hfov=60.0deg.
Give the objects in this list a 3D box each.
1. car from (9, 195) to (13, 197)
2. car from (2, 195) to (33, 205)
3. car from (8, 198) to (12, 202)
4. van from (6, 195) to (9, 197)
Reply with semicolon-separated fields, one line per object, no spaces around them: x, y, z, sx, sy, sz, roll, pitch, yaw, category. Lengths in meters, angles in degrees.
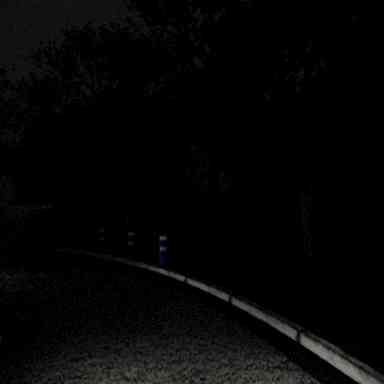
-36.848;1.787;65.828;4.553;1.767;2.185;-1;1;19;car
-35.860;1.610;68.447;5.566;2.045;2.435;-1;1;20;car
-29.130;2.002;48.387;4.792;1.488;2.163;-1;1;19;car
-37.864;1.743;63.212;4.442;1.987;1.878;-1;1;19;van
